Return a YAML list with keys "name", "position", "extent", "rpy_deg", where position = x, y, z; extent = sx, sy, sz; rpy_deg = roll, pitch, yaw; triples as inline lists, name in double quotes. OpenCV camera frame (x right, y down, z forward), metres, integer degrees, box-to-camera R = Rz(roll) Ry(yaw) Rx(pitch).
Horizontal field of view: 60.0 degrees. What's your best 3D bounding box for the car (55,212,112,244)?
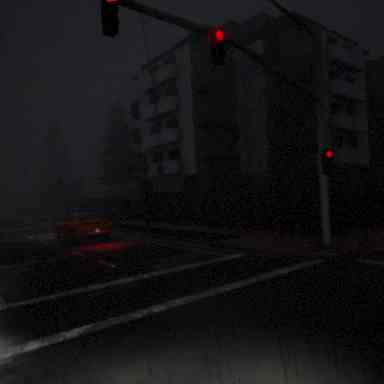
- name: "car"
  position: [-6.139, 1.852, 18.432]
  extent: [1.882, 1.535, 5.008]
  rpy_deg: [-2, -1, -36]
